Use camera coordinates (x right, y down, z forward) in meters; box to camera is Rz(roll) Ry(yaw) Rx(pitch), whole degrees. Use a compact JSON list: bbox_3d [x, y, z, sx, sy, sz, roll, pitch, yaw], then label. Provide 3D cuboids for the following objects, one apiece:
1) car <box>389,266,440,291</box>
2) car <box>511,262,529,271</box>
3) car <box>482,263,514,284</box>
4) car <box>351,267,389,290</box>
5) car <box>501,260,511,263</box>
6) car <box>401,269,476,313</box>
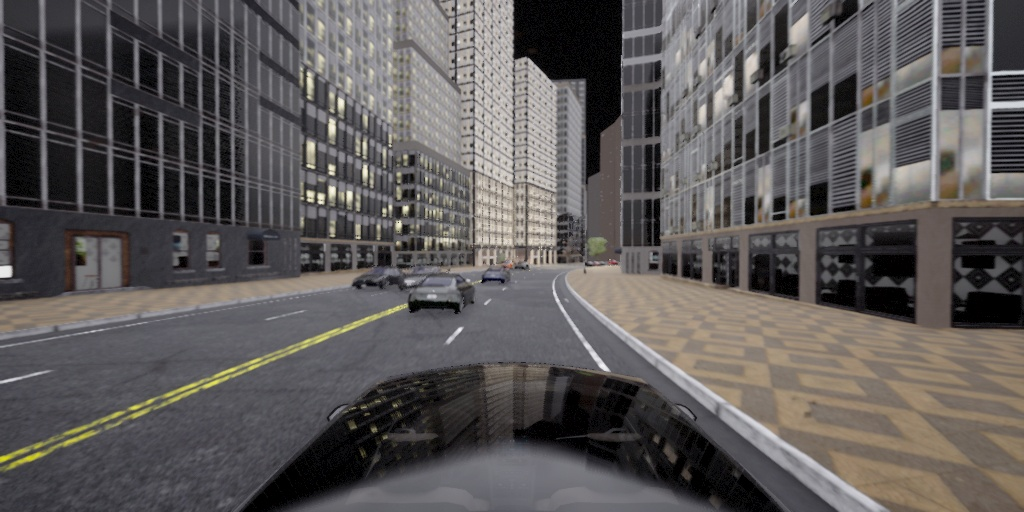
[{"bbox_3d":[-5.548,1.386,22.636,2.128,1.511,4.902,0,0,5],"label":"car"},{"bbox_3d":[1.734,1.746,63.075,1.882,1.535,5.008,0,0,15],"label":"car"},{"bbox_3d":[-1.263,1.541,30.183,1.994,1.385,4.181,0,0,7],"label":"car"},{"bbox_3d":[-8.691,1.441,24.287,2.033,1.411,5.357,0,0,6],"label":"car"},{"bbox_3d":[-1.208,1.610,64.607,2.097,1.767,4.553,0,0,15],"label":"car"},{"bbox_3d":[-2.692,1.406,14.572,1.994,1.385,4.181,0,0,3],"label":"car"}]
